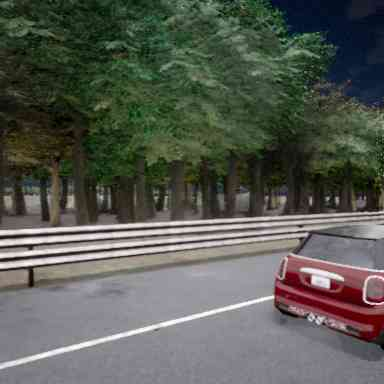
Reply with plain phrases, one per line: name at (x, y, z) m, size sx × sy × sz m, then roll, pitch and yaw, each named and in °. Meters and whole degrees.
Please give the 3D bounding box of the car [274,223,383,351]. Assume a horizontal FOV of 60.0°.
car at (3.702, 1.398, 6.268) m, size 4.553 × 1.767 × 2.097 m, roll 1°, pitch 0°, yaw -35°
